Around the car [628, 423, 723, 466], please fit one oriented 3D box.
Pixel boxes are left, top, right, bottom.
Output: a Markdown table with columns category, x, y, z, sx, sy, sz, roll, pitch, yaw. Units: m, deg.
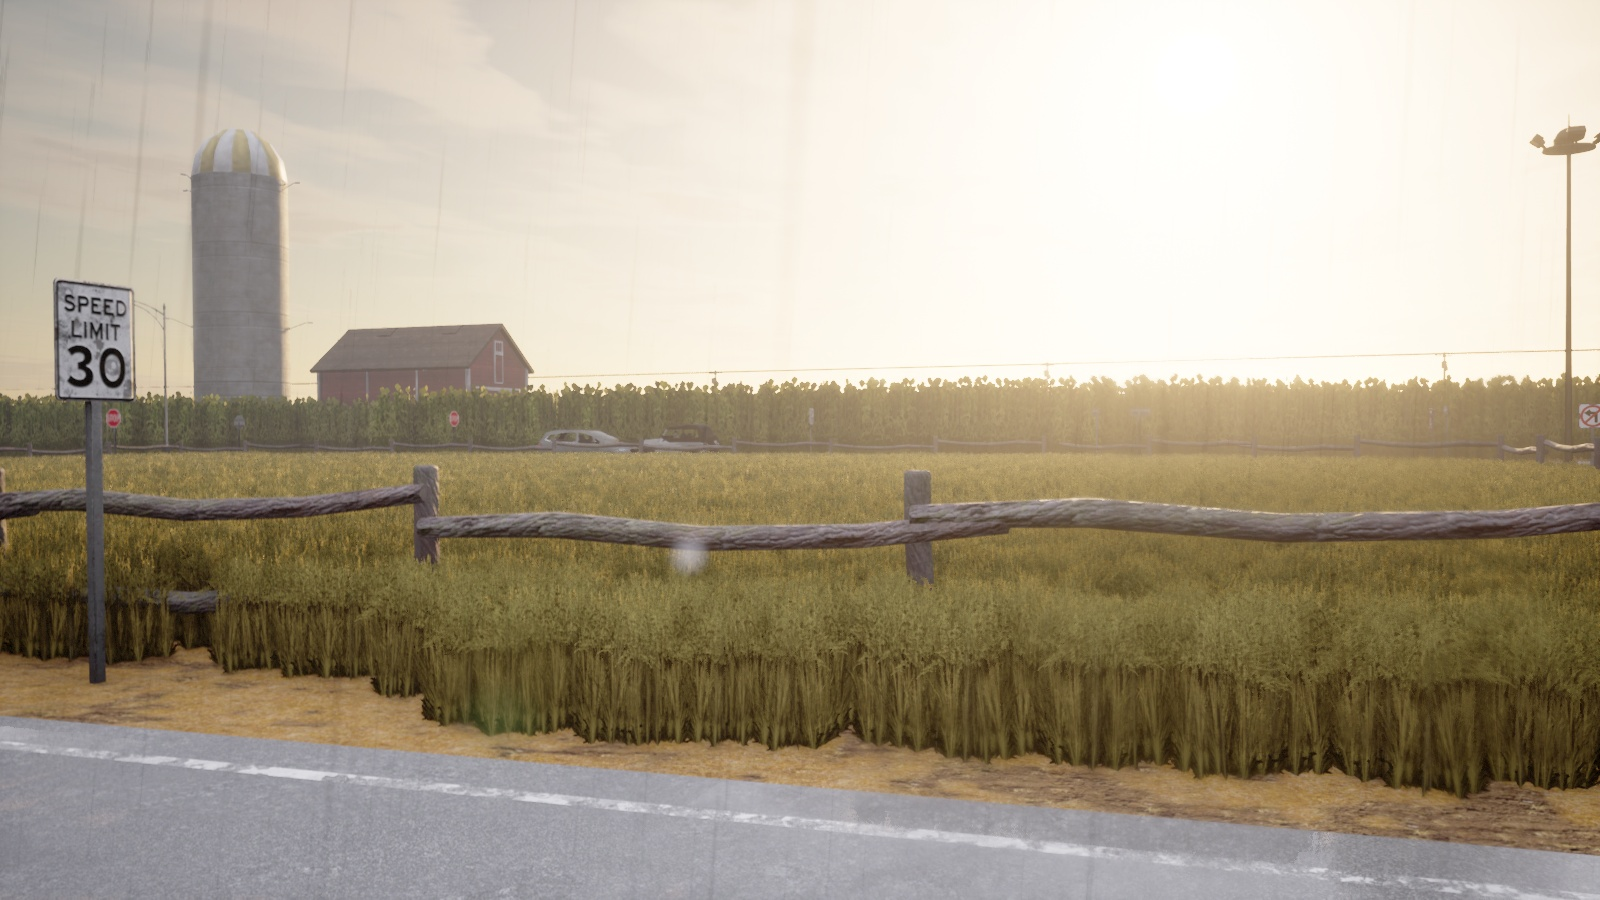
| category | x | y | z | sx | sy | sz | roll | pitch | yaw |
| --- | --- | --- | --- | --- | --- | --- | --- | --- | --- |
| car | -5.641 | -0.286 | 56.961 | 3.866 | 1.878 | 1.905 | 1 | 1 | 19 |

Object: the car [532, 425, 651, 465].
| category | x | y | z | sx | sy | sz | roll | pitch | yaw |
| --- | --- | --- | --- | --- | --- | --- | --- | --- | --- |
| car | -9.103 | -0.225 | 54.888 | 4.611 | 1.667 | 2.242 | 1 | 1 | 19 |
